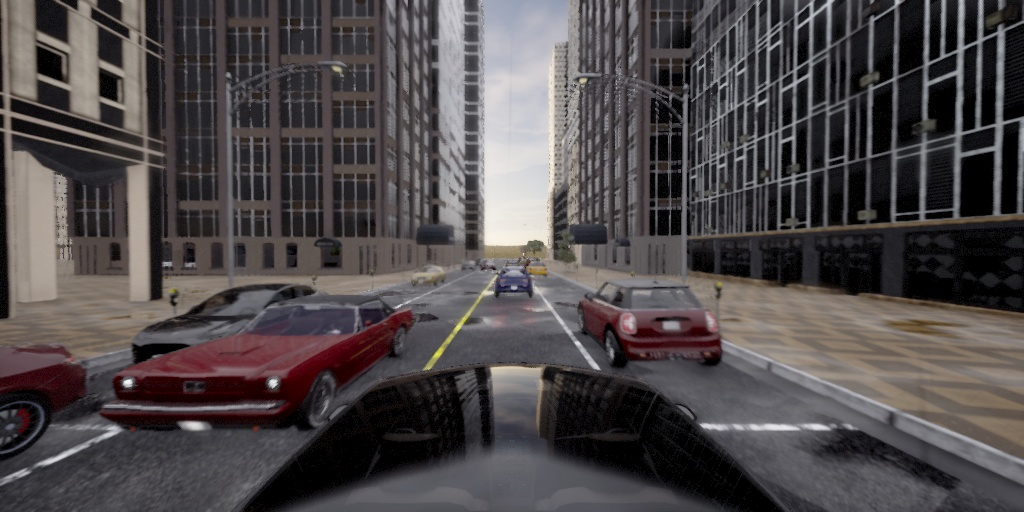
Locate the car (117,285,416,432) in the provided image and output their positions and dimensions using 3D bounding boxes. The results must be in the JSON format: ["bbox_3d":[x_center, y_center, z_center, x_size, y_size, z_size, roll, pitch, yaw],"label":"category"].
[{"bbox_3d":[-3.100,1.351,5.706,1.895,1.301,4.718,0,0,0],"label":"car"}]

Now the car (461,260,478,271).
[{"bbox_3d":[-5.703,1.282,47.726,2.007,1.370,4.403,0,0,0],"label":"car"}]

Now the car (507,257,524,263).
[{"bbox_3d":[0.087,1.225,45.761,2.128,1.511,4.902,0,0,0],"label":"car"}]

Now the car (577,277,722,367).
[{"bbox_3d":[2.690,1.191,7.949,1.967,1.591,4.097,0,0,0],"label":"car"}]

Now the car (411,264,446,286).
[{"bbox_3d":[-5.681,1.270,24.860,1.751,1.417,4.829,0,0,0],"label":"car"}]

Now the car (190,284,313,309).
[{"bbox_3d":[-5.659,1.316,8.007,1.948,1.339,4.313,0,0,0],"label":"car"}]

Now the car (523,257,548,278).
[{"bbox_3d":[2.341,1.198,34.293,1.801,1.575,5.366,0,0,0],"label":"car"}]

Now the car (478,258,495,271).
[{"bbox_3d":[-3.093,1.257,47.905,1.812,1.442,4.674,0,0,0],"label":"car"}]

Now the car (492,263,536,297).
[{"bbox_3d":[0.095,1.274,18.761,1.812,1.442,4.674,0,0,0],"label":"car"}]

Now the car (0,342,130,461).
[{"bbox_3d":[-5.657,1.332,2.333,1.802,1.307,4.207,0,0,0],"label":"car"}]
